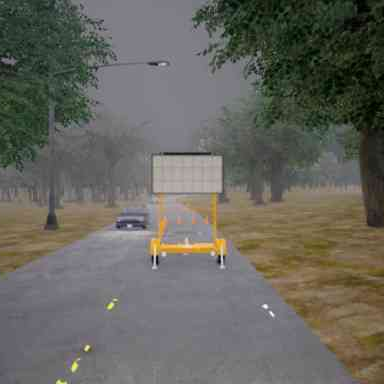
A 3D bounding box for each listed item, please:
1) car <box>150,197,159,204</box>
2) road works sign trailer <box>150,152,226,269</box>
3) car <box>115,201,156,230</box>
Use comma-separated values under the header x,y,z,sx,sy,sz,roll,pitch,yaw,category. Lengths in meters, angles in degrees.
x,y,z,sx,sy,sz,roll,pitch,yaw,category
-6.956,1.721,63.111,1.812,1.442,4.674,0,0,-5,car
-0.152,0.472,11.214,2.380,3.560,2.880,0,0,-2,road works sign trailer
-3.702,1.569,21.759,2.033,1.411,5.357,0,0,-3,car
